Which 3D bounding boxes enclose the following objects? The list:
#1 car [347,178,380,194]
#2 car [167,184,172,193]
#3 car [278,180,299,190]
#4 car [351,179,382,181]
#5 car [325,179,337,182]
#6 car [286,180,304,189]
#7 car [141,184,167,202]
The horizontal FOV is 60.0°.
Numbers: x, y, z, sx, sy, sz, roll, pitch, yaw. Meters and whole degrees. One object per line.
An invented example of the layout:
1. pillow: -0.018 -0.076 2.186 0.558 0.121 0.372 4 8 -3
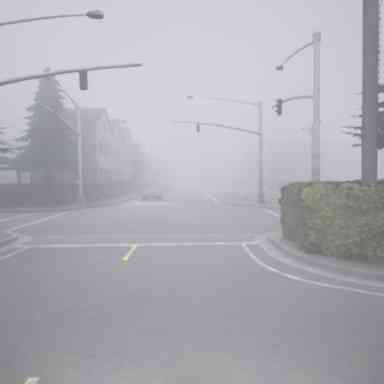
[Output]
1. car: 22.043 -0.820 42.960 1.932 1.855 4.605 -1 2 -1
2. car: -3.976 -0.554 50.517 2.033 1.411 5.357 -1 2 0
3. car: 15.000 -0.943 52.902 2.007 1.523 4.514 -1 2 -1
4. car: 18.838 -0.475 35.066 1.905 1.878 3.866 -1 2 -1
5. car: 25.001 -1.518 60.362 2.152 1.636 5.027 -1 2 -1
6. car: 18.588 -1.345 59.978 1.970 1.475 3.806 -1 2 -1
7. car: -3.861 0.139 33.154 1.812 1.442 4.674 -1 2 0
